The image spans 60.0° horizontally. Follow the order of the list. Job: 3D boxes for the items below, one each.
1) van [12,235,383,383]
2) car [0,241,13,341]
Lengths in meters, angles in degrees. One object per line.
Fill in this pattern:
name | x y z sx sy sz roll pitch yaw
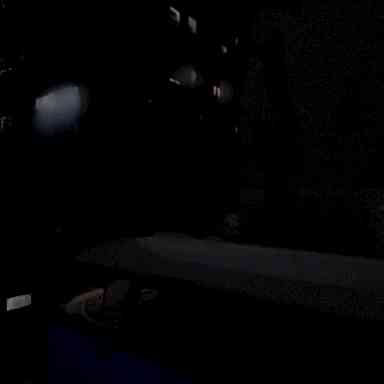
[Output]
van | 0.539 1.336 2.493 3.998 1.788 1.690 0 0 36
car | -4.050 1.528 5.768 4.313 1.339 1.947 0 0 36
